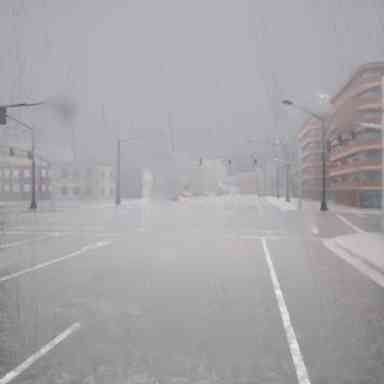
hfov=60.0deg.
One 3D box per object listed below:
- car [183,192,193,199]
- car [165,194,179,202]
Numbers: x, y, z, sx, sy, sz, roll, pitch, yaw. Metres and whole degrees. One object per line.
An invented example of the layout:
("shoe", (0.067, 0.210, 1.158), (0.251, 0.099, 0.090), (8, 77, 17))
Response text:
("car", (-0.923, 0.743, 79.920), (1.882, 1.535, 5.008), (0, 1, 10))
("car", (-3.739, 1.169, 63.624), (1.812, 1.442, 4.674), (0, 1, 10))
